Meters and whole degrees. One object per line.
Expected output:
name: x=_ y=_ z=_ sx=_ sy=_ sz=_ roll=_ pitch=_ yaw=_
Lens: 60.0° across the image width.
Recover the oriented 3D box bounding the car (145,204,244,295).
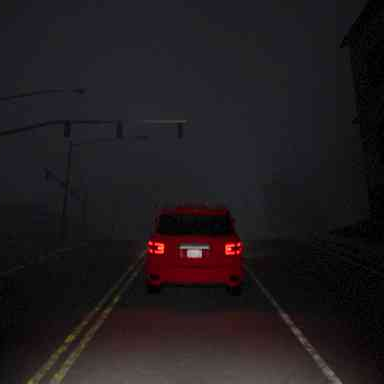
car: x=0.082 y=1.343 z=9.241 sx=2.150 sy=2.045 sz=5.566 roll=1 pitch=-1 yaw=1
